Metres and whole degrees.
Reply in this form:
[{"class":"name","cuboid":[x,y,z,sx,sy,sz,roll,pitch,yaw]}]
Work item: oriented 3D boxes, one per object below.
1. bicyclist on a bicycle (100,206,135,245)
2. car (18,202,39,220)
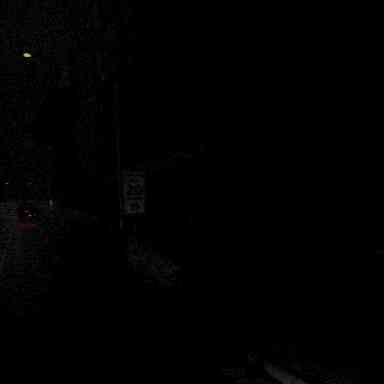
[{"class":"bicyclist on a bicycle","cuboid":[-3.177,1.445,14.439,1.656,1.620,0.582,-3,0,-27]},{"class":"car","cuboid":[-17.923,2.239,36.618,1.837,1.490,4.892,-2,0,-27]}]
